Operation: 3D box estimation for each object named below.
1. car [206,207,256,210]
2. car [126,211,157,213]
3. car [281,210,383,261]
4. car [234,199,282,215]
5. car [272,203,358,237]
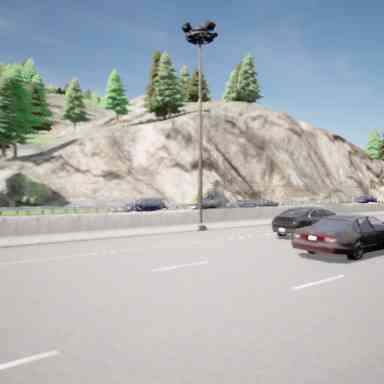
[{"bbox_3d":[3.990,1.485,28.327,4.902,1.511,2.128,0,0,-35],"label":"car"},{"bbox_3d":[-4.931,1.342,34.859,4.553,1.767,2.097,0,0,-35],"label":"car"},{"bbox_3d":[5.962,1.544,12.298,5.357,1.411,2.033,0,0,-36],"label":"car"},{"bbox_3d":[6.936,1.483,34.707,4.902,1.511,2.128,0,0,-35],"label":"car"},{"bbox_3d":[6.105,1.500,16.707,4.892,1.490,1.837,0,0,-36],"label":"car"}]
